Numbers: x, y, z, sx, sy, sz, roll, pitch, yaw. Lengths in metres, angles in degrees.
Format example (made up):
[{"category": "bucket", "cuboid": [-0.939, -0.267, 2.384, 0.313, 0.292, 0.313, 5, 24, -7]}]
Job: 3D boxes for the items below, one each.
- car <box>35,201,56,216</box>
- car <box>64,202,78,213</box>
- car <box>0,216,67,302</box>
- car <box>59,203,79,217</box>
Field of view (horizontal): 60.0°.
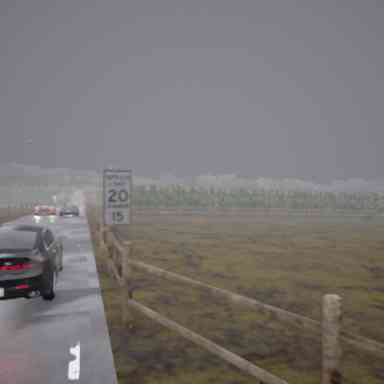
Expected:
[{"category": "car", "cuboid": [-17.917, 1.915, 40.822, 2.097, 1.767, 4.553, 0, -1, -18]}, {"category": "car", "cuboid": [-17.125, 2.220, 47.198, 1.812, 1.442, 4.674, 0, -1, -18]}, {"category": "car", "cuboid": [-4.265, 1.569, 8.209, 1.837, 1.490, 4.892, 0, -1, -18]}, {"category": "car", "cuboid": [-13.975, 2.055, 37.830, 1.994, 1.385, 4.181, 0, -1, -18]}]
